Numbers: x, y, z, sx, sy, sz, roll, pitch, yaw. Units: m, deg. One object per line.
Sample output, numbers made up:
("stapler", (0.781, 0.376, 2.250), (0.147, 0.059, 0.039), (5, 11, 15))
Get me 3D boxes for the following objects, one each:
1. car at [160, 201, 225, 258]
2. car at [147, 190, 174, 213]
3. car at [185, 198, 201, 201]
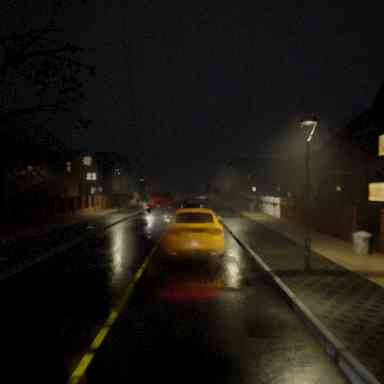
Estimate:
("car", (0.070, 1.310, 12.035), (1.882, 1.535, 5.008), (0, 1, 0))
("car", (-2.832, 0.835, 30.895), (2.150, 2.045, 5.566), (0, 1, 0))
("car", (0.077, 1.209, 28.014), (1.994, 1.385, 4.181), (0, 1, 0))
